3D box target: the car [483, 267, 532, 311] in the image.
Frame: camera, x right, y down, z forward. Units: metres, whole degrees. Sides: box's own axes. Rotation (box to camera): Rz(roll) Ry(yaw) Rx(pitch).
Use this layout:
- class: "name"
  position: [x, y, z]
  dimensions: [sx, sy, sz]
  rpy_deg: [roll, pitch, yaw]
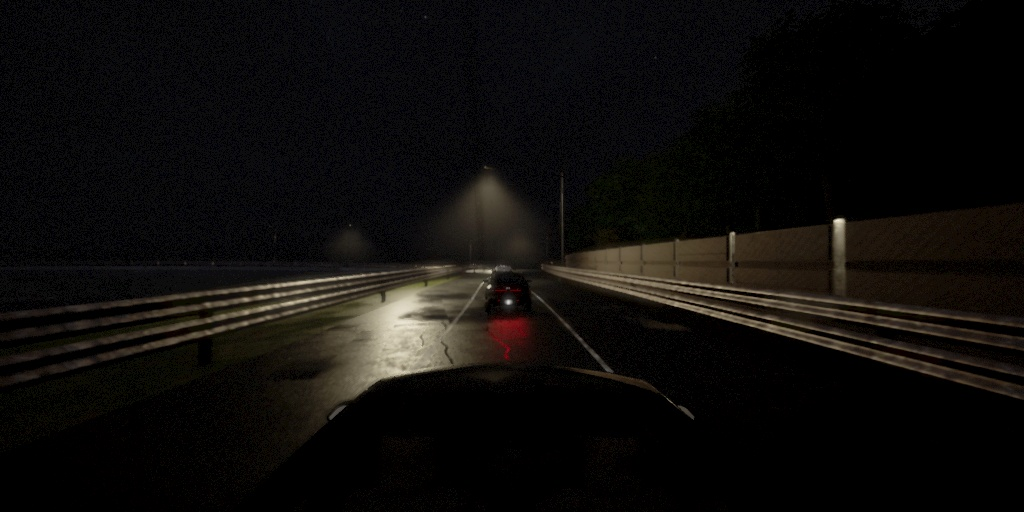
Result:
- class: "car"
  position: [-0.177, 1.433, 15.481]
  dimensions: [1.837, 1.490, 4.892]
  rpy_deg: [0, 0, -1]
